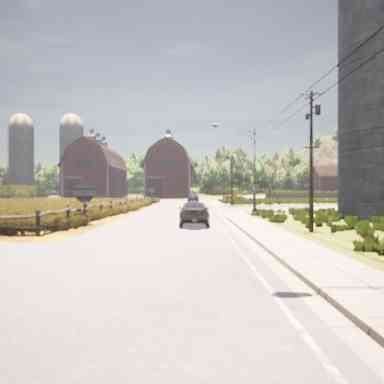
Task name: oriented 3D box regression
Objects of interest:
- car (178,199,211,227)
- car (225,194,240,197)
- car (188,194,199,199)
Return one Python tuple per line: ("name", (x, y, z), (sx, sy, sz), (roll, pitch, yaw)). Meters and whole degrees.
("car", (0.151, 1.417, 22.016), (1.837, 1.490, 4.892), (0, 0, 0))
("car", (10.431, 1.113, 80.815), (5.008, 1.535, 1.882), (0, 0, -14))
("car", (0.268, 1.101, 63.379), (2.097, 1.767, 4.553), (0, 0, 1))
